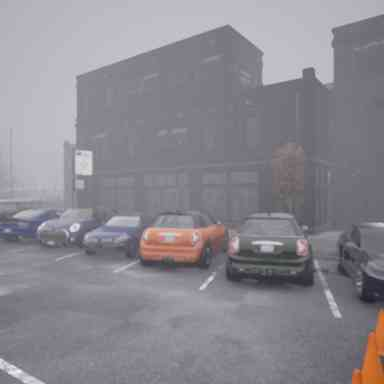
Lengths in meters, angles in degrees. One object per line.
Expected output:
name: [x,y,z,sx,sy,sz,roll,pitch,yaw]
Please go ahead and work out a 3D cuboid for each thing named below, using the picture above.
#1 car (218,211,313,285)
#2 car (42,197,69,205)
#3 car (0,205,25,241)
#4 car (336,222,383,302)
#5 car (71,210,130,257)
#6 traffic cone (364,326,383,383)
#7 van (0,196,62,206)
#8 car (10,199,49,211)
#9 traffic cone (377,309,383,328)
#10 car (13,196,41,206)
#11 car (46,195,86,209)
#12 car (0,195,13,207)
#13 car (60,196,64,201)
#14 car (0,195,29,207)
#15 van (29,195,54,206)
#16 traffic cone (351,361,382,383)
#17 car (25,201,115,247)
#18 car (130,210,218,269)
car: [2.359,1.390,9.911,2.185,1.767,4.553,0,-1,16]
car: [-28.853,1.937,70.162,4.892,1.521,2.231,-1,-1,14]
car: [-7.381,1.585,16.956,2.097,1.535,5.008,0,-1,16]
car: [4.807,1.530,8.151,2.163,1.488,4.792,0,-1,16]
car: [-2.496,1.590,13.451,2.002,1.452,4.674,0,-1,16]
traffic cone: [2.127,1.963,3.925,0.340,0.580,0.340,0,0,36]
van: [-9.785,1.379,18.830,1.878,1.987,4.442,0,-1,16]
car: [-23.416,1.831,48.032,4.792,1.488,2.163,0,0,14]
traffic cone: [2.711,1.965,4.737,0.340,0.580,0.340,0,0,36]
car: [-32.277,1.800,65.174,4.553,1.767,2.185,-1,-1,14]
car: [-20.088,1.561,52.936,5.566,2.045,2.435,0,0,14]
car: [-35.674,1.662,60.157,5.566,2.045,2.435,-1,0,14]
car: [-21.753,1.556,50.489,5.566,2.045,2.435,0,0,14]
car: [-33.920,1.667,62.665,5.566,2.045,2.435,-1,-1,14]
van: [-30.664,1.706,67.684,4.442,1.987,1.878,-1,0,14]
traffic cone: [1.543,1.962,3.113,0.340,0.580,0.340,0,0,36]
car: [-4.919,1.442,15.237,2.185,1.767,4.553,0,-1,16]
car: [-0.075,1.406,11.667,2.185,1.767,4.553,0,-1,16]
